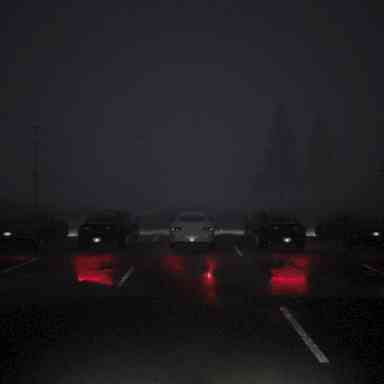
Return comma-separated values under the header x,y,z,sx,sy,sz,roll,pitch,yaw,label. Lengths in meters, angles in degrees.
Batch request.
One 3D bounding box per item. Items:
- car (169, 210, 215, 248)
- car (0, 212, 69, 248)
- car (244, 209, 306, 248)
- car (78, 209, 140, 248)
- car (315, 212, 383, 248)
x,y,z,sx,sy,sz,roll,pitch,yaw,label
0.000,1.530,14.650,1.812,1.442,4.674,0,0,0,car
-7.000,1.569,14.650,1.994,1.385,4.181,0,0,0,car
3.500,1.514,14.650,1.837,1.490,4.892,0,0,0,car
-3.500,1.513,14.650,1.837,1.490,4.892,0,0,0,car
7.000,1.570,14.650,1.994,1.385,4.181,0,0,0,car
